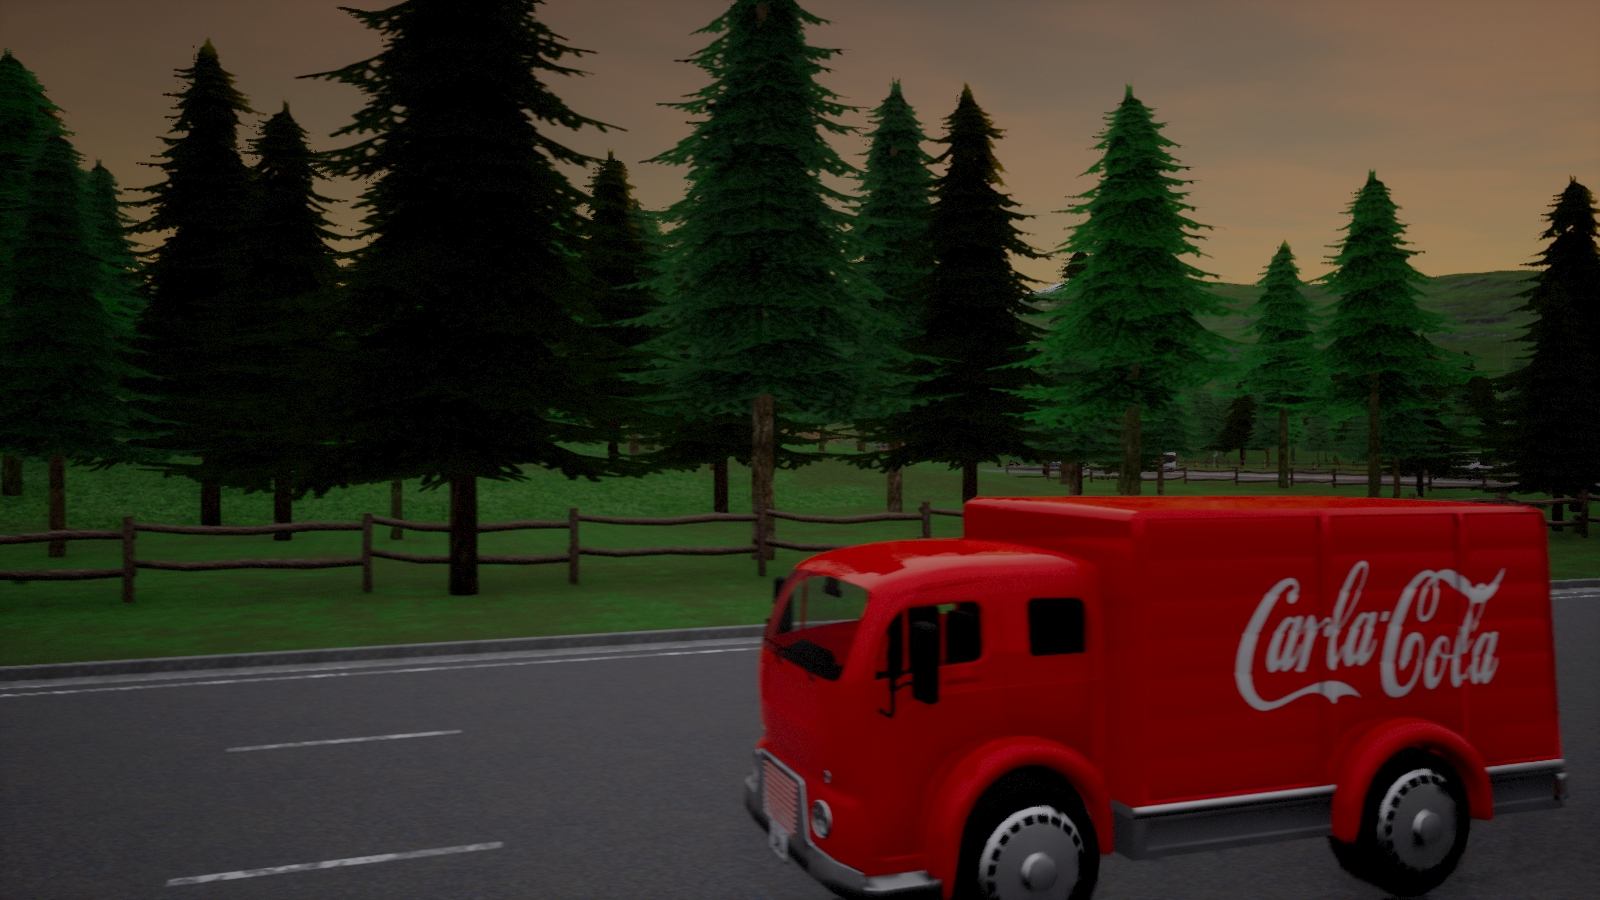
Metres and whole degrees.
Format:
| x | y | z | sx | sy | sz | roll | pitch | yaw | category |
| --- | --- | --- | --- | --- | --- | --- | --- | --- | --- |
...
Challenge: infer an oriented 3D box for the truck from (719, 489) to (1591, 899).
| x | y | z | sx | sy | sz | roll | pitch | yaw | category |
| --- | --- | --- | --- | --- | --- | --- | --- | --- | --- |
| 2.312 | 1.567 | 7.867 | 5.204 | 2.467 | 2.627 | 0 | 0 | -20 | truck |
